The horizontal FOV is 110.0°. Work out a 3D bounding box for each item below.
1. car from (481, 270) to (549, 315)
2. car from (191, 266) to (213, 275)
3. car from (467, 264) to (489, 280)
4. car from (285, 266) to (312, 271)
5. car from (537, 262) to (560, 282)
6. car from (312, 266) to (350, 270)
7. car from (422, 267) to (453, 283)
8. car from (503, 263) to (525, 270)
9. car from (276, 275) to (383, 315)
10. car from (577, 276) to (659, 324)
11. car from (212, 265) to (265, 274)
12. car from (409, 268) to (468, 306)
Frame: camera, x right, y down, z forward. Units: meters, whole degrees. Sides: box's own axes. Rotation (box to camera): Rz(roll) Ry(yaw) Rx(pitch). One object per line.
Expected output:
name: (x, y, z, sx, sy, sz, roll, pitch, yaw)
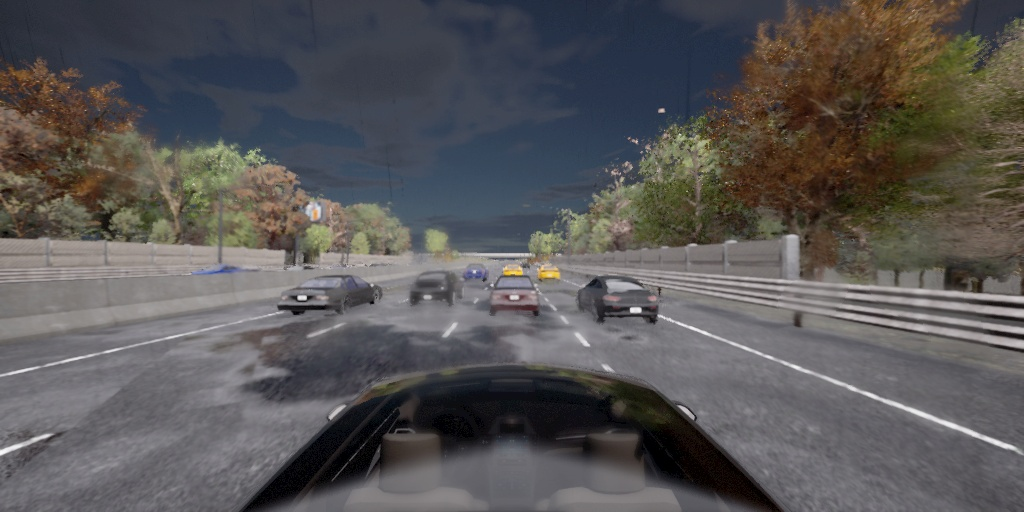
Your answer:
car: (0.095, 1.455, 14.377, 2.033, 1.411, 5.357, 0, -1, 0)
car: (-28.099, 1.639, 34.480, 1.882, 1.535, 5.008, 0, -1, 0)
car: (-3.410, 1.518, 34.808, 2.097, 1.767, 4.553, 0, -1, 0)
car: (-21.094, 1.700, 35.443, 1.812, 1.442, 4.674, 0, -1, 0)
car: (3.492, 1.642, 35.111, 1.882, 1.535, 5.008, 0, -1, 0)
car: (-17.603, 1.735, 36.526, 2.033, 1.411, 5.357, 0, -1, 0)
car: (-6.906, 1.753, 33.693, 1.895, 1.301, 4.718, 0, -1, 0)
car: (0.092, 1.668, 36.661, 1.882, 1.535, 5.008, 0, -1, 0)
car: (-6.908, 1.454, 14.296, 2.033, 1.411, 5.357, 0, -1, 0)
car: (3.503, 1.403, 12.466, 1.812, 1.442, 4.674, 0, -1, 0)
car: (-24.603, 1.746, 33.171, 1.895, 1.301, 4.718, 0, -1, 0)
car: (-3.404, 1.444, 16.890, 1.837, 1.490, 4.892, 0, -1, 0)
